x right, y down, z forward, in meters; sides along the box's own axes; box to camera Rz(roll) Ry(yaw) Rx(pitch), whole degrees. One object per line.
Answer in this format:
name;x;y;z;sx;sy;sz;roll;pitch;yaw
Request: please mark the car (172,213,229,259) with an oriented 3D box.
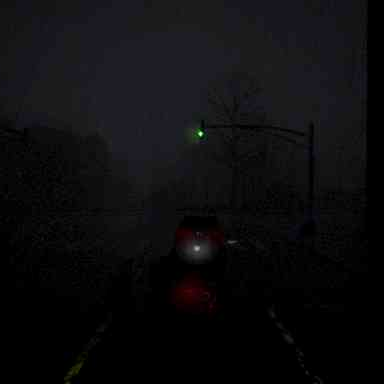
car;0.355;1.591;12.987;1.837;1.490;4.892;0;0;4
